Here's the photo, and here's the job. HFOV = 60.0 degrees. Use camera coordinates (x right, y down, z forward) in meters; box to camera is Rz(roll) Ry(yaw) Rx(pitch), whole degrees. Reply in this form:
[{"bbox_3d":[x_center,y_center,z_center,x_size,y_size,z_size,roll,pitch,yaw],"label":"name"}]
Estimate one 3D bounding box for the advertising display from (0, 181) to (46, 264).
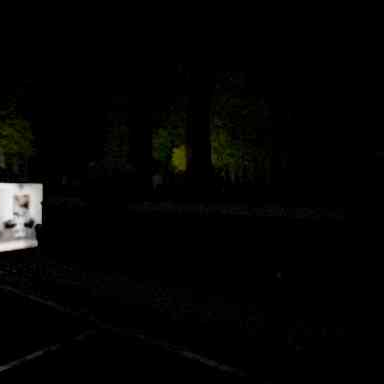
[{"bbox_3d":[-5.339,0.883,10.295,0.280,2.440,1.540,1,1,35],"label":"advertising display"}]
